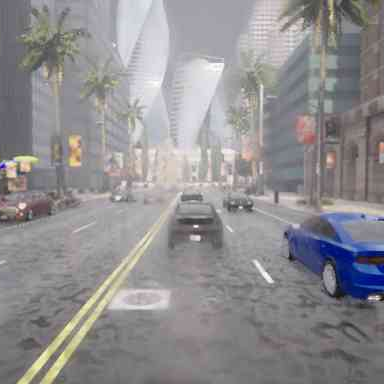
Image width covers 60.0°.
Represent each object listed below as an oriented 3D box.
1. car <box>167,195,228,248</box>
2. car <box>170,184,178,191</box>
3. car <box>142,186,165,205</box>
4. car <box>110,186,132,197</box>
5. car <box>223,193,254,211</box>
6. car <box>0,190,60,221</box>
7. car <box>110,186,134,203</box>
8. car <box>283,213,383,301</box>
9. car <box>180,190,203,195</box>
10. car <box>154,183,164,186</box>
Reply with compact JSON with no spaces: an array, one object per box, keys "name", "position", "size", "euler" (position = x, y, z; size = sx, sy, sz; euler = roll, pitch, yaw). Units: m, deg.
[{"name":"car","position":[0.108,1.090,12.613],"size":[1.837,1.490,4.892],"euler":[0,2,0]},{"name":"car","position":[-4.074,-1.063,75.709],"size":[1.837,1.490,4.892],"euler":[0,2,-1]},{"name":"car","position":[-3.761,0.439,33.348],"size":[1.812,1.442,4.674],"euler":[0,2,-1]},{"name":"car","position":[-10.429,-0.129,49.475],"size":[2.231,1.521,4.892],"euler":[0,2,-1]},{"name":"car","position":[3.503,0.745,26.211],"size":[1.895,1.301,4.718],"euler":[0,2,0]},{"name":"car","position":[-10.121,0.697,20.113],"size":[2.185,1.767,4.553],"euler":[0,2,-1]},{"name":"car","position":[-7.278,0.350,35.021],"size":[2.128,1.511,4.902],"euler":[0,2,-1]},{"name":"car","position":[3.594,1.218,7.827],"size":[1.882,1.535,5.008],"euler":[0,2,0]},{"name":"car","position":[-0.029,0.520,29.376],"size":[1.882,1.535,5.008],"euler":[0,2,-1]},{"name":"car","position":[-7.570,-1.250,76.300],"size":[2.097,1.767,4.553],"euler":[0,2,-1]}]
